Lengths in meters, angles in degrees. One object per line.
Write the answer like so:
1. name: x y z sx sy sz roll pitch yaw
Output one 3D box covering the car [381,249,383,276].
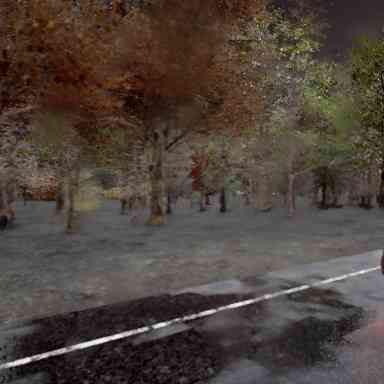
1. car: 6.559 1.558 8.424 4.674 1.442 1.812 0 0 -35
